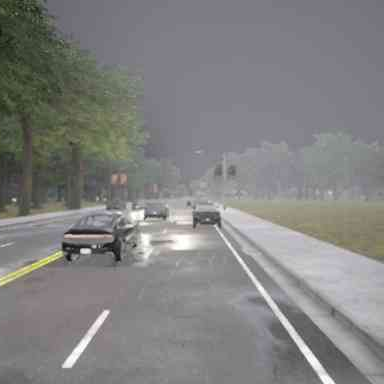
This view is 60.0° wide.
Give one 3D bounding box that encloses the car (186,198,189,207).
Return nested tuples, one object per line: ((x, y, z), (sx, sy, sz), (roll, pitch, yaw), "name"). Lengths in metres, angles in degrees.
((0.008, 1.793, 56.570), (1.882, 1.535, 5.008), (0, 0, 0), "car")

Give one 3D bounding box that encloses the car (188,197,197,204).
((0.010, 1.899, 75.965), (1.994, 1.385, 4.181), (0, 0, 0), "car")

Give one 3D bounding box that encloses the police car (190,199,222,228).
((0.978, 1.541, 23.323), (1.930, 1.638, 5.238), (0, 0, 0), "police car")

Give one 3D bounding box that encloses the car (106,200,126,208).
((-9.833, 1.775, 43.654), (2.033, 1.411, 5.357), (0, 0, 0), "car")

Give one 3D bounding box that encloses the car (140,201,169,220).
((-3.146, 1.714, 30.095), (1.994, 1.385, 4.181), (0, 0, 0), "car")

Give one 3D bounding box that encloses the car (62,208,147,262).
((-3.148, 1.550, 12.265), (2.128, 1.511, 4.902), (0, 0, 0), "car")

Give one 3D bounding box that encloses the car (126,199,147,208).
((-6.580, 1.714, 42.813), (2.128, 1.511, 4.902), (0, 0, 0), "car")

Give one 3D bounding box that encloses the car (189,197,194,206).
((0.980, 1.552, 39.184), (2.097, 1.767, 4.553), (0, 0, 0), "car")
